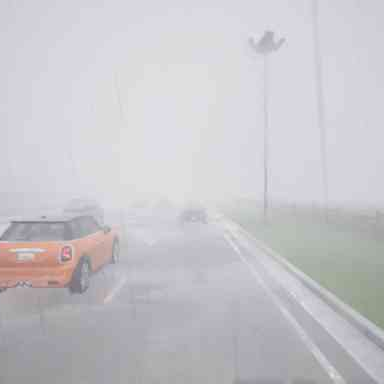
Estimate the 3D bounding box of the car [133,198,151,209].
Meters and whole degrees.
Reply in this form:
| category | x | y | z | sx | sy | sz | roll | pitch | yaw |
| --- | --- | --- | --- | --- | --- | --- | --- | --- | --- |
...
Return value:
| category | x | y | z | sx | sy | sz | roll | pitch | yaw |
| --- | --- | --- | --- | --- | --- | --- | --- | --- | --- |
| car | -6.915 | 1.580 | 46.396 | 2.033 | 1.411 | 5.357 | 0 | 0 | 0 |

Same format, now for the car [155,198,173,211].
| category | x | y | z | sx | sy | sz | roll | pitch | yaw |
| --- | --- | --- | --- | --- | --- | --- | --- | --- | --- |
| car | -3.414 | 1.534 | 40.861 | 1.837 | 1.490 | 4.892 | 0 | 0 | 0 |

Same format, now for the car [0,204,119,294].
| category | x | y | z | sx | sy | sz | roll | pitch | yaw |
| --- | --- | --- | --- | --- | --- | --- | --- | --- | --- |
| car | -3.402 | 1.358 | 8.990 | 2.097 | 1.767 | 4.553 | 0 | 0 | 0 |

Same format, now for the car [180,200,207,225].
| category | x | y | z | sx | sy | sz | roll | pitch | yaw |
| --- | --- | --- | --- | --- | --- | --- | --- | --- | --- |
| car | 0.095 | 1.543 | 23.982 | 1.812 | 1.442 | 4.674 | 0 | 0 | 0 |

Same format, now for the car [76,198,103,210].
| category | x | y | z | sx | sy | sz | roll | pitch | yaw |
| --- | --- | --- | --- | --- | --- | --- | --- | --- | --- |
| car | -13.914 | 1.578 | 45.607 | 2.033 | 1.411 | 5.357 | 0 | 0 | 0 |

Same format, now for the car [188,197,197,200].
| category | x | y | z | sx | sy | sz | roll | pitch | yaw |
| --- | --- | --- | --- | --- | --- | --- | --- | --- | --- |
| car | 0.084 | 1.493 | 49.904 | 1.801 | 1.575 | 5.366 | 0 | 0 | 0 |

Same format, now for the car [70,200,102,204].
| category | x | y | z | sx | sy | sz | roll | pitch | yaw |
| --- | --- | --- | --- | --- | --- | --- | --- | --- | --- |
| car | -6.907 | 1.519 | 21.117 | 1.837 | 1.490 | 4.892 | 0 | 0 | 0 |

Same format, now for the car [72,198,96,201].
| category | x | y | z | sx | sy | sz | roll | pitch | yaw |
| --- | --- | --- | --- | --- | --- | --- | --- | --- | --- |
| car | -10.412 | 1.374 | 32.250 | 2.097 | 1.767 | 4.553 | 0 | 0 | 0 |
